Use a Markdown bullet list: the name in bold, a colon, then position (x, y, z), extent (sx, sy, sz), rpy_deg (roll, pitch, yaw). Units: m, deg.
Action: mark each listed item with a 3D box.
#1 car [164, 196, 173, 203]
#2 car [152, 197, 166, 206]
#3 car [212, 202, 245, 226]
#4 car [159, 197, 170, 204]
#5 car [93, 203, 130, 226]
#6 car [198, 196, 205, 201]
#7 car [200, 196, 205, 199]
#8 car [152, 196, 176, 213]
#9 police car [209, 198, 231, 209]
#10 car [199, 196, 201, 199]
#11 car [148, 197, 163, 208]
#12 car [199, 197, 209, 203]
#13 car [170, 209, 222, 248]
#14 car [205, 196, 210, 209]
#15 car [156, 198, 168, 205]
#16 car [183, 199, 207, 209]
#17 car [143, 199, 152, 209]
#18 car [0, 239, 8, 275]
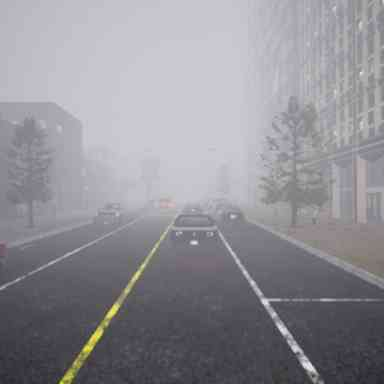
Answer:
- **car**: position (-5.653, 1.788, 80.249), extent (1.947, 1.339, 4.313), rpy_deg (1, 0, 0)
- **car**: position (-5.660, 1.682, 57.503), extent (1.752, 1.417, 4.829), rpy_deg (1, 0, 0)
- **car**: position (2.709, 1.630, 23.751), extent (1.947, 1.339, 4.313), rpy_deg (1, 0, 0)
- **car**: position (-5.656, 1.734, 68.961), extent (1.887, 1.381, 4.507), rpy_deg (1, 0, 0)
- **car**: position (-5.669, 1.504, 23.809), extent (1.967, 1.590, 4.097), rpy_deg (1, 0, 0)
- **car**: position (2.698, 1.780, 91.650), extent (1.752, 1.417, 4.829), rpy_deg (1, 0, 0)
- **car**: position (2.685, 1.706, 51.971), extent (1.947, 1.339, 4.313), rpy_deg (1, 0, 0)
- **car**: position (-3.082, 1.455, 38.460), extent (2.097, 1.767, 4.553), rpy_deg (0, 0, 0)
- **police car**: position (3.145, 1.516, 34.121), extent (1.930, 1.638, 5.238), rpy_deg (0, 0, 0)
- **car**: position (2.690, 1.613, 63.260), extent (1.967, 1.590, 4.097), rpy_deg (1, 0, 0)
- **car**: position (-5.660, 1.581, 52.030), extent (1.967, 1.590, 4.097), rpy_deg (1, 0, 0)
- **car**: position (2.692, 1.771, 74.548), extent (1.947, 1.339, 4.313), rpy_deg (1, 0, 0)
- **car**: position (0.097, 1.640, 14.857), extent (1.895, 1.301, 4.718), rpy_deg (0, 0, 0)
- **car**: position (3.126, 1.463, 40.982), extent (2.097, 1.767, 4.553), rpy_deg (0, 0, 0)
- **car**: position (-5.659, 1.755, 63.317), extent (1.802, 1.307, 4.206), rpy_deg (1, 0, 0)
- **car**: position (0.106, 1.651, 32.263), extent (1.994, 1.385, 4.181), rpy_deg (0, 0, 0)
- **car**: position (-5.664, 1.691, 46.385), extent (1.947, 1.339, 4.313), rpy_deg (1, 0, 0)
- **car**: position (-5.676, 1.564, 6.877), extent (1.887, 1.381, 4.507), rpy_deg (1, 0, 0)
